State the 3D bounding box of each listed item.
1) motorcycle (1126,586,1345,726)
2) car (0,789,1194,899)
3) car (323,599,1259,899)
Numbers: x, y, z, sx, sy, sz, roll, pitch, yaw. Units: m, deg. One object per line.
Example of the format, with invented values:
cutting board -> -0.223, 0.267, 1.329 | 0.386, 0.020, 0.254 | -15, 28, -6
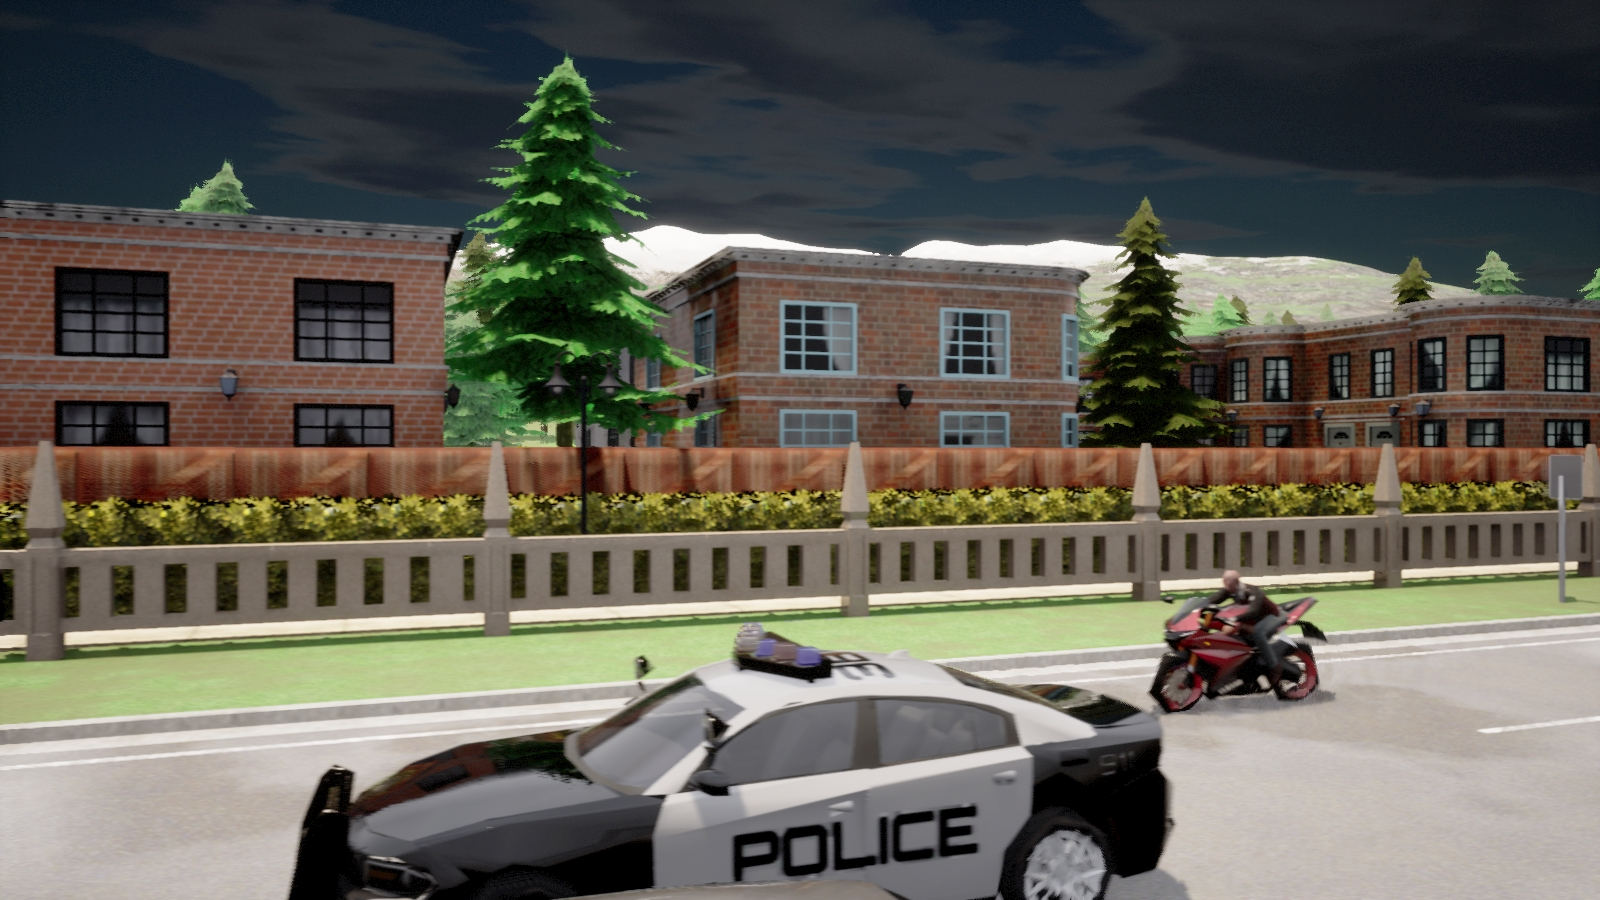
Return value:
motorcycle -> 4.756, 2.203, 12.479 | 2.209, 1.251, 0.867 | 0, 0, -20
car -> -0.904, 2.065, 2.927 | 4.193, 1.474, 1.816 | 0, 0, -19
car -> -0.038, 1.981, 7.010 | 5.238, 1.638, 2.097 | 0, 0, -20
